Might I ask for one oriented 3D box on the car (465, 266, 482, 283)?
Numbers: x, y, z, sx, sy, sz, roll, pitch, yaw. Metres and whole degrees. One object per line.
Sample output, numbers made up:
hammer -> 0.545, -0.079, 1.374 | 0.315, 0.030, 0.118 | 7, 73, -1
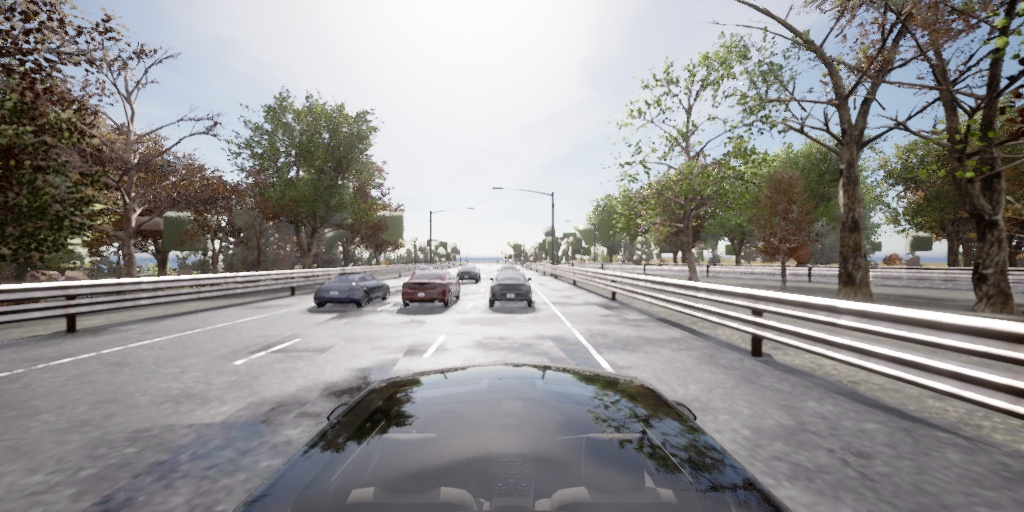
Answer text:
car -> -3.769, 1.569, 31.439 | 1.812, 1.442, 4.674 | 0, 0, -1

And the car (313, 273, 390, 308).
car -> -7.057, 1.455, 16.223 | 1.994, 1.385, 4.181 | 0, -1, 0

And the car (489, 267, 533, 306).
car -> -0.056, 1.417, 16.446 | 1.812, 1.442, 4.674 | 0, 0, 0

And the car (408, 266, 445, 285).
car -> -7.266, 1.587, 30.983 | 2.033, 1.411, 5.357 | 0, -1, -1

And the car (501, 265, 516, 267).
car -> -0.269, 1.550, 31.421 | 1.837, 1.490, 4.892 | 0, 0, -1

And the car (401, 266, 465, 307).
car -> -3.557, 1.370, 16.479 | 1.882, 1.535, 5.008 | 0, 0, 0
